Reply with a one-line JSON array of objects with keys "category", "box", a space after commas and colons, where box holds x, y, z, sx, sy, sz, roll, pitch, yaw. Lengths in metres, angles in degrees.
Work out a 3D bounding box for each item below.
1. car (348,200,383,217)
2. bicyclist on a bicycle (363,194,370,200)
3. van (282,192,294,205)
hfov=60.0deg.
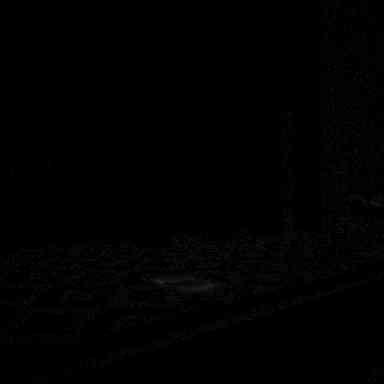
[{"category": "car", "box": [14.846, 1.367, 28.314, 2.008, 1.369, 4.403, 1, 0, -36]}, {"category": "bicyclist on a bicycle", "box": [20.870, 1.030, 39.644, 1.656, 1.620, 0.582, 0, 1, -36]}, {"category": "van", "box": [12.282, 0.930, 46.588, 1.690, 1.788, 3.998, 1, 0, -36]}]
